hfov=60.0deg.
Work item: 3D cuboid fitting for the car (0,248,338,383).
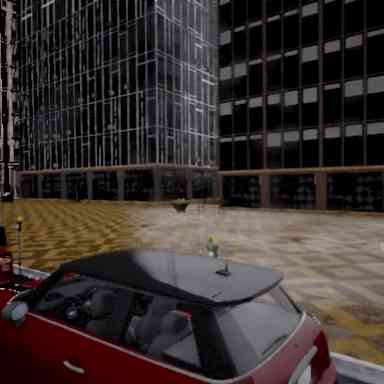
[{"bbox_3d":[-0.780,1.341,3.496,4.097,1.590,1.967,1,1,36],"label":"car"}]
